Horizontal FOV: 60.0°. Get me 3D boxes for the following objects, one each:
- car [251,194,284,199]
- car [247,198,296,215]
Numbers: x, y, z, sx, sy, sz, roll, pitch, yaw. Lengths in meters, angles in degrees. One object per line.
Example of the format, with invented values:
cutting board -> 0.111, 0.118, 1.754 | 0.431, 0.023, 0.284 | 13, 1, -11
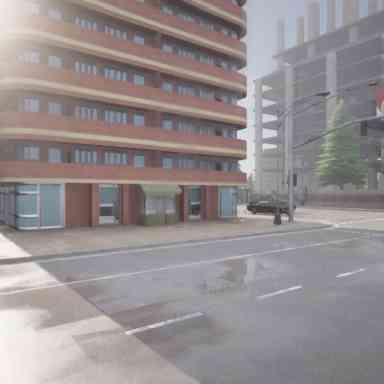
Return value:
car -> 8.845, 1.222, 37.055 | 2.150, 2.045, 5.566 | 0, 0, -36
car -> 7.687, 1.601, 32.712 | 1.895, 1.301, 4.718 | 0, 0, -36
